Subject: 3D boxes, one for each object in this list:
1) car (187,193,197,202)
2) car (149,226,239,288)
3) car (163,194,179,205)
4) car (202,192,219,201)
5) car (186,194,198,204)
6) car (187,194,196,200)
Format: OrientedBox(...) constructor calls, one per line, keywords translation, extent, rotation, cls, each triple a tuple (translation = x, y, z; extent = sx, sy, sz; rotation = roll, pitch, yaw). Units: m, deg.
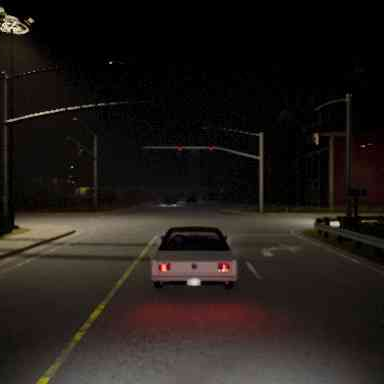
OrientedBox(translation=(-0.095, 1.131, 71.891), extent=(2.097, 1.767, 4.553), rotation=(0, 0, 0), cls="car")
OrientedBox(translation=(0.056, 1.572, 9.093), extent=(1.895, 1.301, 4.718), rotation=(0, 0, 0), cls="car")
OrientedBox(translation=(-3.639, 1.356, 54.627), extent=(1.812, 1.442, 4.674), rotation=(0, 0, 0), cls="car")
OrientedBox(translation=(4.065, 0.916, 73.669), extent=(1.905, 1.878, 3.866), rotation=(-8, 4, -42), cls="car")
OrientedBox(translation=(-0.076, 1.325, 57.895), extent=(1.837, 1.490, 4.892), rotation=(0, 0, 0), cls="car")
OrientedBox(translation=(-0.108, 1.189, 81.121), extent=(2.033, 1.411, 5.357), rotation=(0, 0, 0), cls="car")
